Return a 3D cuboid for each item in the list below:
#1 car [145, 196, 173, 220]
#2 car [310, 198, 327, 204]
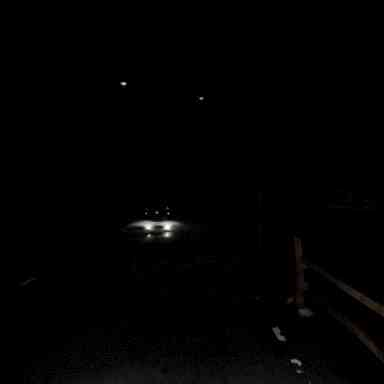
[{"bbox_3d":[-2.856,1.340,29.965,2.150,2.045,5.566,0,0,0],"label":"car"},{"bbox_3d":[25.523,1.931,66.108,4.892,1.490,1.837,0,1,0],"label":"car"}]
